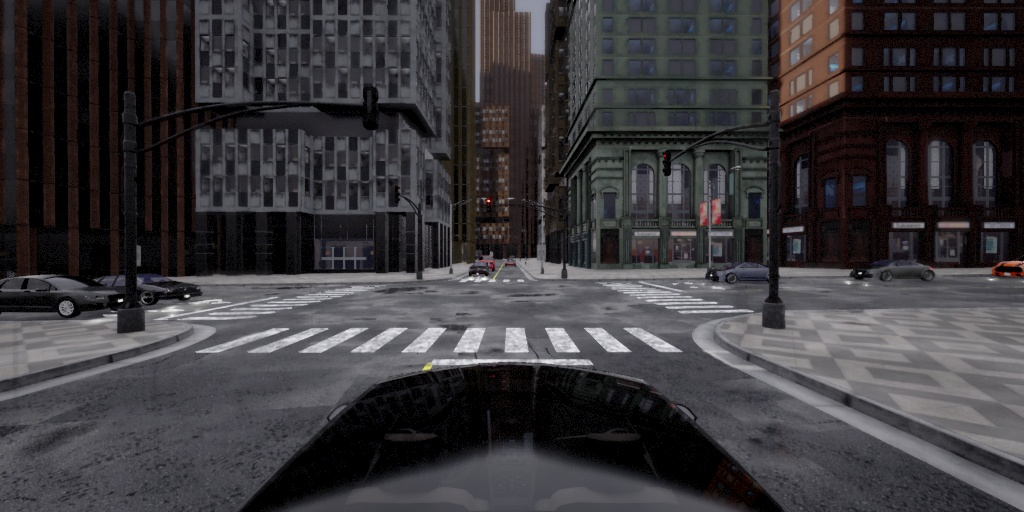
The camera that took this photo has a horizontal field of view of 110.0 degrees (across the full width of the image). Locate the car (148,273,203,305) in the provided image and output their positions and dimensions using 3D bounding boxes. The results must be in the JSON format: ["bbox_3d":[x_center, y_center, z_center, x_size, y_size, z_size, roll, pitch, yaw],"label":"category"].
[{"bbox_3d":[-17.860,1.525,17.017,5.357,1.411,2.033,-1,0,5],"label":"car"}]

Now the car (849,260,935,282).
[{"bbox_3d":[25.099,0.940,23.763,4.181,1.385,1.994,-1,0,1],"label":"car"}]

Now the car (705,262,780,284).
[{"bbox_3d":[15.195,1.067,23.747,4.181,1.385,1.994,-1,0,0],"label":"car"}]

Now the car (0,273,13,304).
[{"bbox_3d":[-27.346,1.610,16.938,4.892,1.490,1.837,-1,0,0],"label":"car"}]

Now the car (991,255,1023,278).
[{"bbox_3d":[35.088,0.604,23.787,4.553,1.767,2.097,-1,0,0],"label":"car"}]

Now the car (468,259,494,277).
[{"bbox_3d":[-3.229,1.279,36.183,2.033,1.411,5.357,0,0,0],"label":"car"}]

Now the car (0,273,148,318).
[{"bbox_3d":[-17.418,1.493,13.711,4.892,1.490,1.837,-1,0,0],"label":"car"}]

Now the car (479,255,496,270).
[{"bbox_3d":[-3.322,0.937,46.863,2.150,2.045,5.566,0,0,-1],"label":"car"}]
